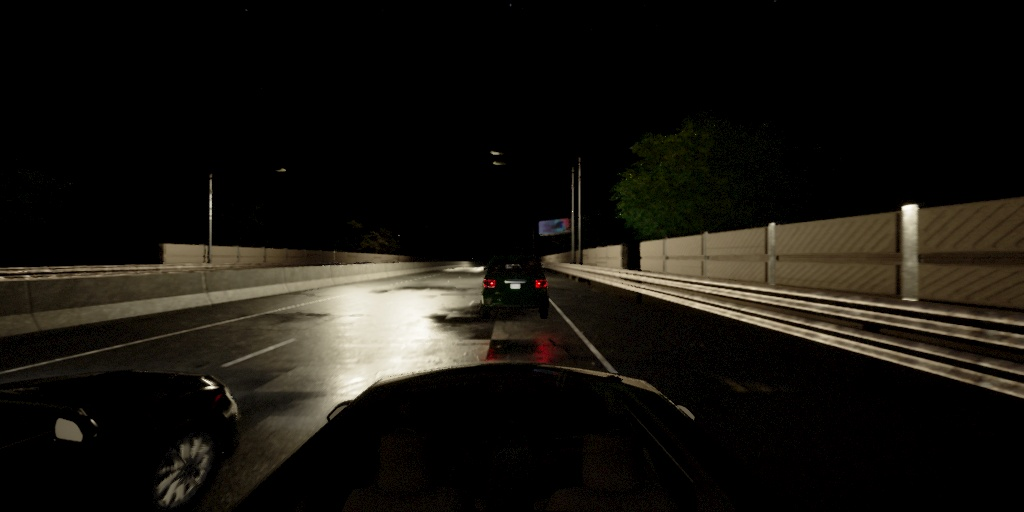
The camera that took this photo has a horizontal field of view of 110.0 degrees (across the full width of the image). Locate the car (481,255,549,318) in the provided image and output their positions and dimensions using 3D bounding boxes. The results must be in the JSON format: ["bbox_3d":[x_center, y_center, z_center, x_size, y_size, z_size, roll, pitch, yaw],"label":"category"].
[{"bbox_3d":[0.101,0.999,13.282,2.150,2.045,5.566,0,0,0],"label":"car"}]

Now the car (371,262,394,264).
[{"bbox_3d":[-17.572,1.580,50.940,2.033,1.411,5.357,0,-1,0],"label":"car"}]

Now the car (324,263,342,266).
[{"bbox_3d":[-24.570,1.581,49.185,1.994,1.385,4.181,0,0,0],"label":"car"}]

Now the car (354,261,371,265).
[{"bbox_3d":[-21.072,1.524,50.949,2.128,1.511,4.902,0,-1,0],"label":"car"}]

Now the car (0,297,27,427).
[{"bbox_3d":[-6.899,1.255,1.970,1.837,1.490,4.892,0,0,0],"label":"car"}]

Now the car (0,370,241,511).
[{"bbox_3d":[-3.400,1.254,1.283,1.837,1.490,4.892,0,0,0],"label":"car"}]
